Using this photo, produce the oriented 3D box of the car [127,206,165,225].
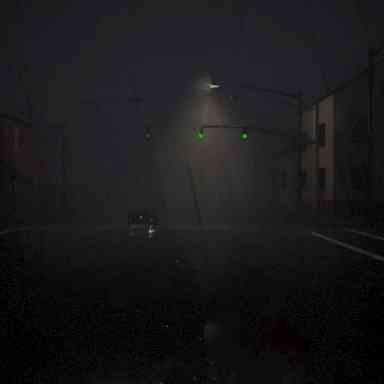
[{"bbox_3d":[-3.342,1.719,23.798,1.994,1.385,4.181,0,-7,0],"label":"car"}]
